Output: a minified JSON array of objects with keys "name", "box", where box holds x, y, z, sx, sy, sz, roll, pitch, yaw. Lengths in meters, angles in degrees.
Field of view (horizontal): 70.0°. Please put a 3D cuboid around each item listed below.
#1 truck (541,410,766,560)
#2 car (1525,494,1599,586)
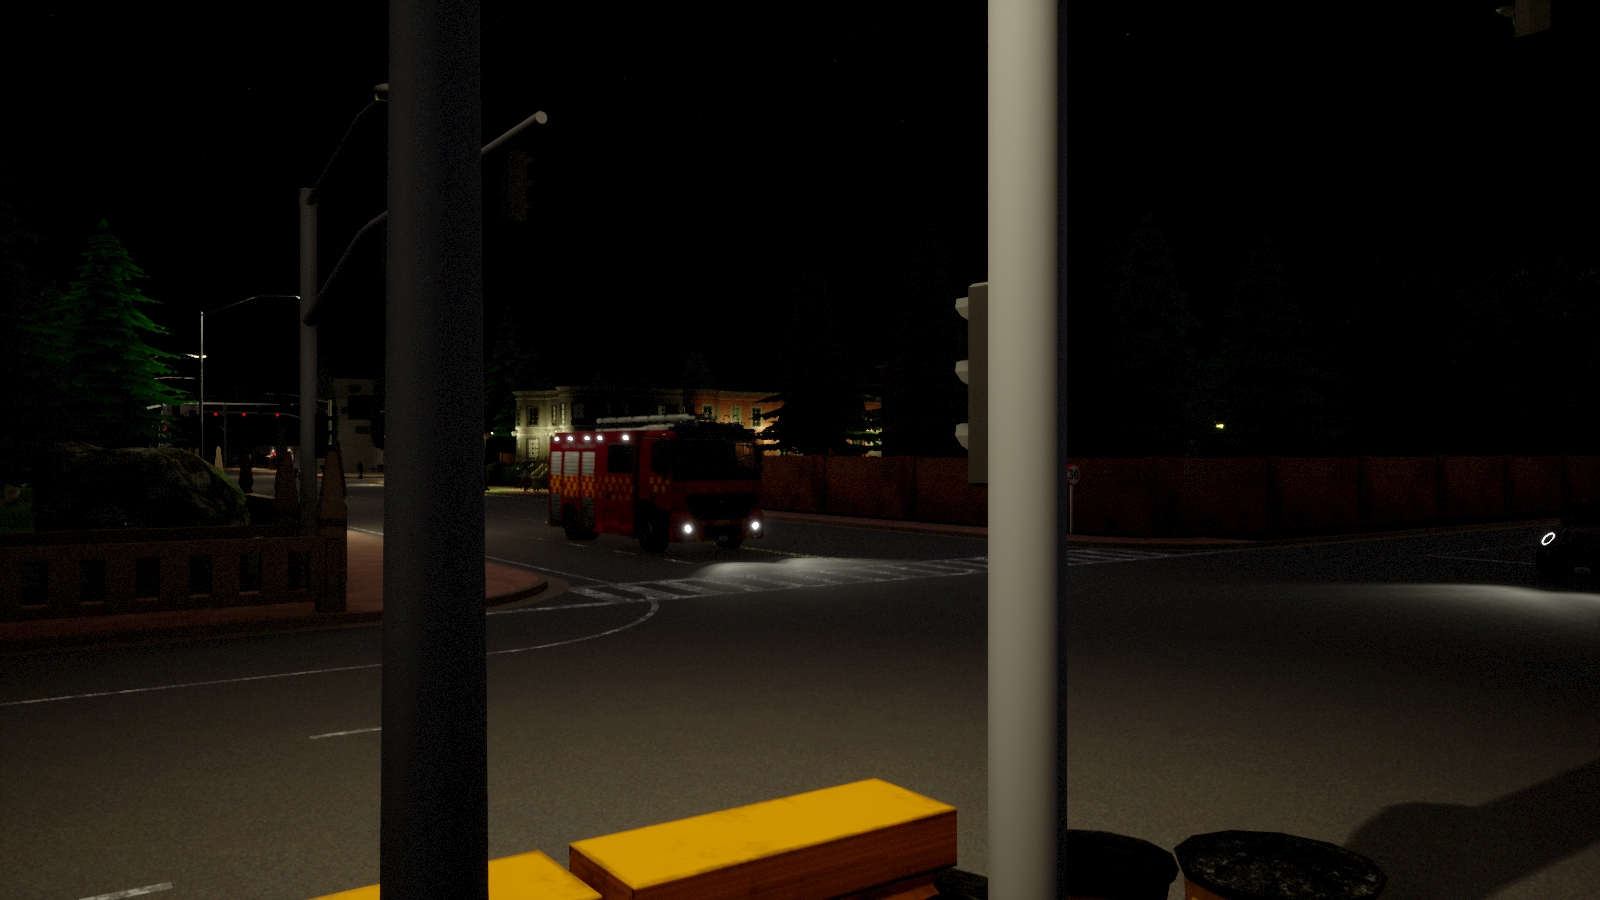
[{"name":"truck","box":[-4.535,0.890,33.436,2.891,3.827,8.468,0,0,-35]},{"name":"car","box":[18.010,1.906,24.946,4.553,1.767,2.097,0,0,-35]}]
